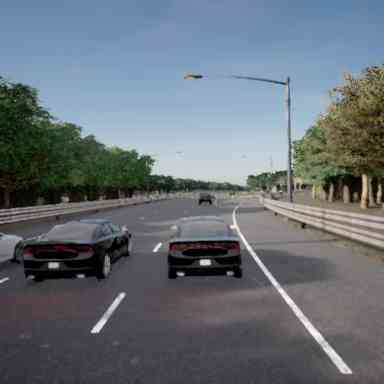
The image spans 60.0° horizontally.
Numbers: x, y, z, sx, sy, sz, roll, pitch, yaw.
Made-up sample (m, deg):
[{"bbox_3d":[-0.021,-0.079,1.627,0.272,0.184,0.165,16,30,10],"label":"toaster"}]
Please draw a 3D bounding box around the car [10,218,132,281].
[{"bbox_3d":[-3.144,1.541,10.169,1.882,1.535,5.008,-1,0,1],"label":"car"}]

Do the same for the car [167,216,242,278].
[{"bbox_3d":[0.355,1.467,10.140,1.882,1.535,5.008,-1,0,1],"label":"car"}]

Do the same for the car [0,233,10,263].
[{"bbox_3d":[-6.656,1.663,9.572,1.812,1.442,4.674,-1,0,1],"label":"car"}]

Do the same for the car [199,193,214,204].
[{"bbox_3d":[2.403,1.112,58.937,2.150,2.045,5.566,-1,0,4],"label":"car"}]
